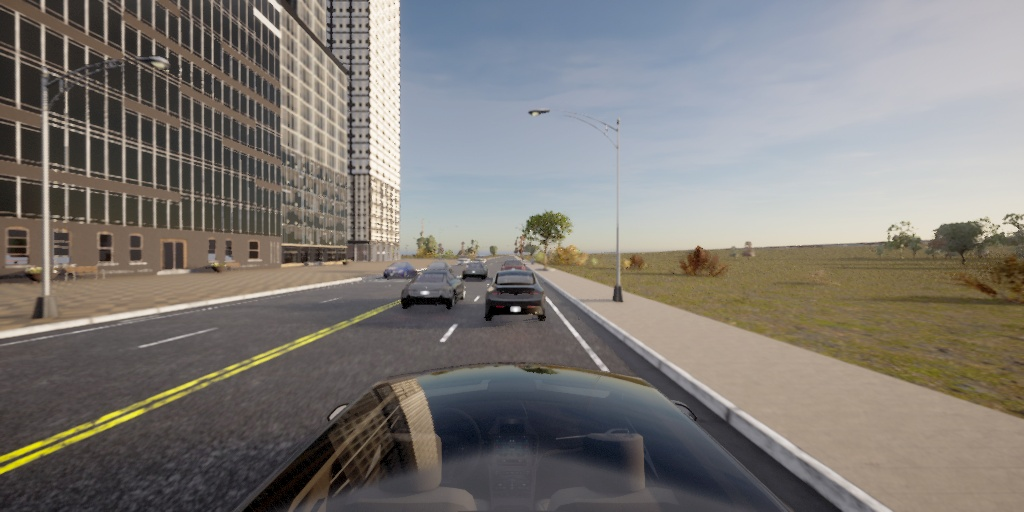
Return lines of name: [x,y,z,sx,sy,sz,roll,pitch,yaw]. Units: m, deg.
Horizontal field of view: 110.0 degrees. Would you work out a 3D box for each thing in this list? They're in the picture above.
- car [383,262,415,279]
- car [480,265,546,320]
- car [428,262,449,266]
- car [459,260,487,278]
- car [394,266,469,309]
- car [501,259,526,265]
car: [-9.842,1.234,31.699,1.812,1.442,4.674,0,0,0]
car: [0.102,1.240,12.488,1.837,1.490,4.892,0,0,0]
car: [-6.591,1.233,32.486,1.812,1.442,4.674,0,0,0]
car: [-3.147,1.272,31.454,1.994,1.385,4.181,0,0,0]
car: [-3.148,1.296,14.963,1.994,1.385,4.181,0,0,0]
car: [0.105,1.061,30.560,2.097,1.767,4.553,0,0,0]
